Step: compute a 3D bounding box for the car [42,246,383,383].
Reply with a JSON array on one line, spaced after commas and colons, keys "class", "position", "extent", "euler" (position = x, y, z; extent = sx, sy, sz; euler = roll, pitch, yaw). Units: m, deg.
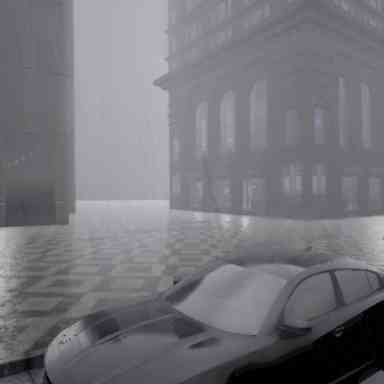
[{"class": "car", "position": [0.905, 1.496, 4.019], "extent": [5.008, 1.535, 1.882], "euler": [0, 0, -35]}]
